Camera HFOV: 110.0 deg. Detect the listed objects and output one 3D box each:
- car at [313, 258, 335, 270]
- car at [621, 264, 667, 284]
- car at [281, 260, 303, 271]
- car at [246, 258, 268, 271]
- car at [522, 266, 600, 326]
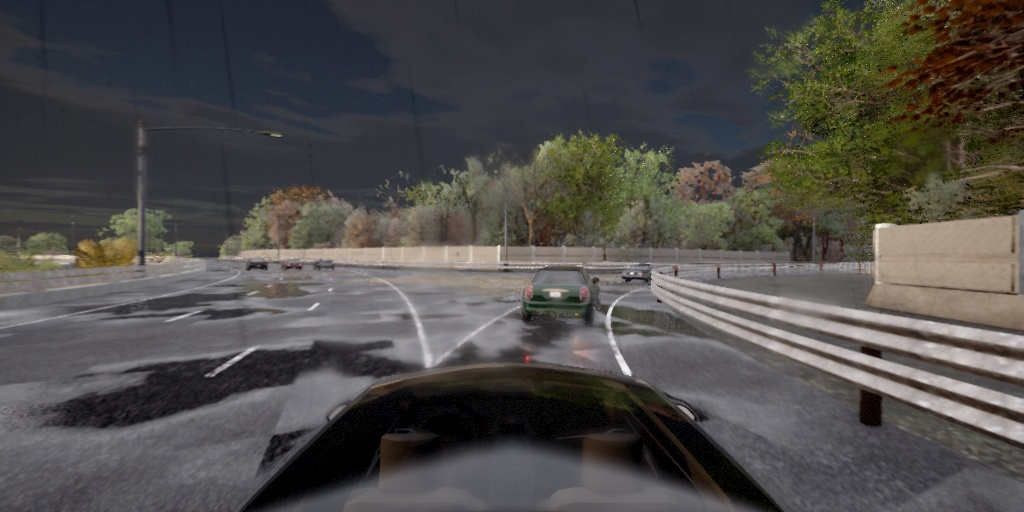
[{"bbox_3d":[-24.297,1.041,46.312,2.128,1.511,4.902,0,0,-39],"label":"car"},{"bbox_3d":[10.507,1.356,28.247,2.033,1.411,5.357,0,0,42],"label":"car"},{"bbox_3d":[-27.607,1.128,44.900,1.895,1.301,4.718,0,0,-39],"label":"car"},{"bbox_3d":[-30.619,0.984,43.015,1.882,1.535,5.008,0,0,-40],"label":"car"},{"bbox_3d":[1.813,1.108,12.116,2.097,1.767,4.553,0,0,16],"label":"car"}]
